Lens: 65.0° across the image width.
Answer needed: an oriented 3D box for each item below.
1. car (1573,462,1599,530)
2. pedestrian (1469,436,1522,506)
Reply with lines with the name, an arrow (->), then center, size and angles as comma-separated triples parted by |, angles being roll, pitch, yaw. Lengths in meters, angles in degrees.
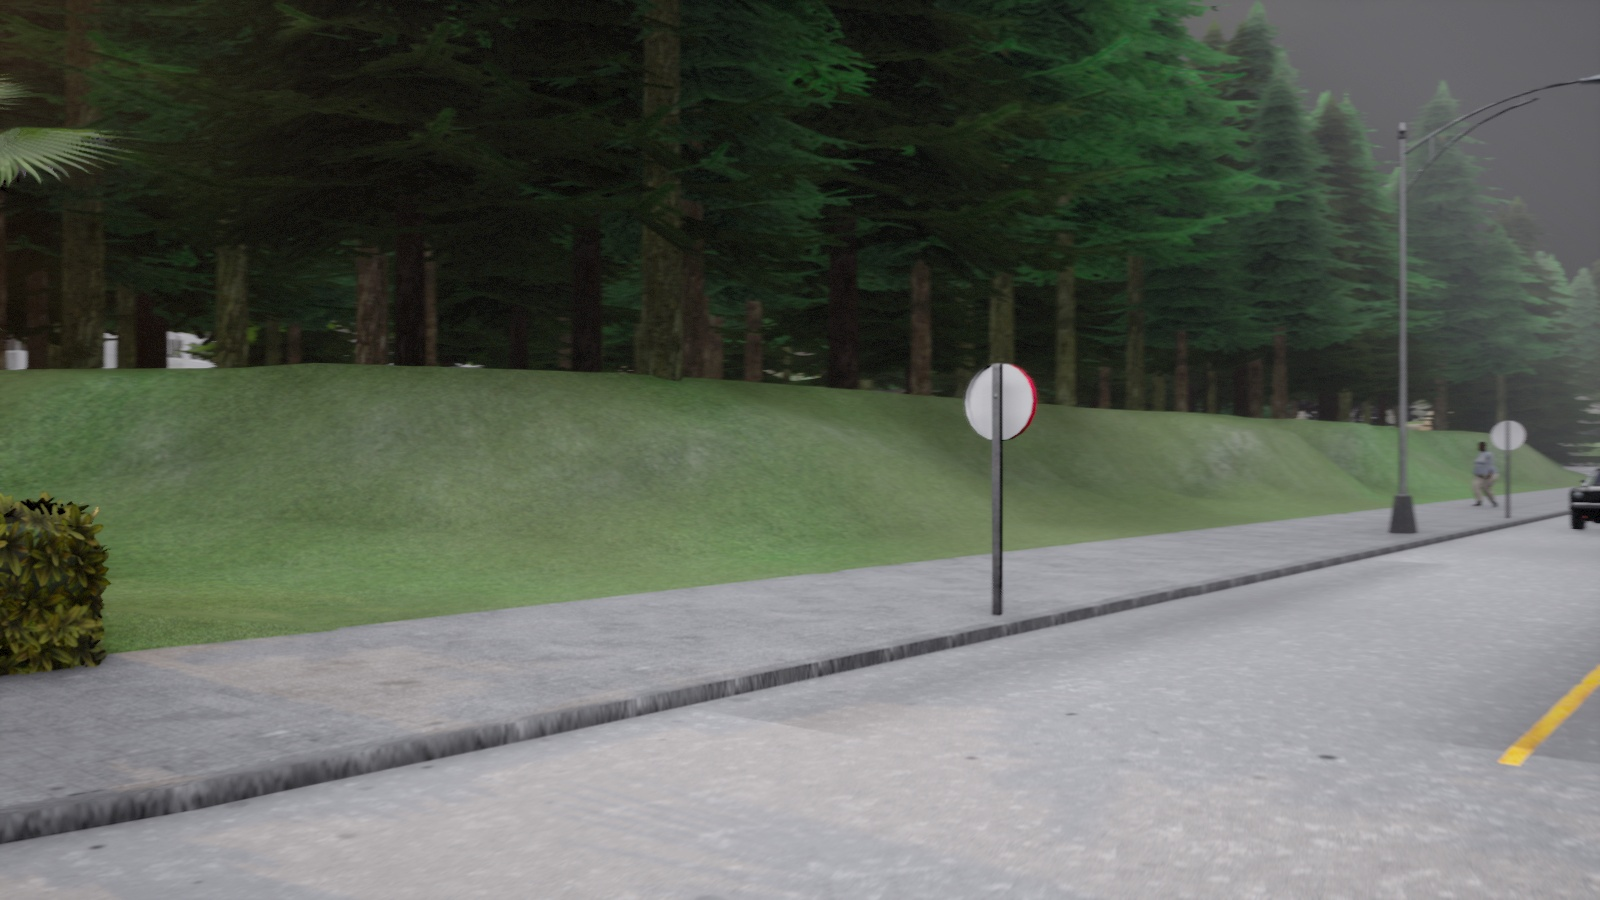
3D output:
car -> 17.470, 0.912, 25.951 | 1.895, 1.301, 4.718 | 0, 0, 40
pedestrian -> 18.846, 0.558, 34.040 | 0.900, 1.855, 0.874 | 0, 0, -6
